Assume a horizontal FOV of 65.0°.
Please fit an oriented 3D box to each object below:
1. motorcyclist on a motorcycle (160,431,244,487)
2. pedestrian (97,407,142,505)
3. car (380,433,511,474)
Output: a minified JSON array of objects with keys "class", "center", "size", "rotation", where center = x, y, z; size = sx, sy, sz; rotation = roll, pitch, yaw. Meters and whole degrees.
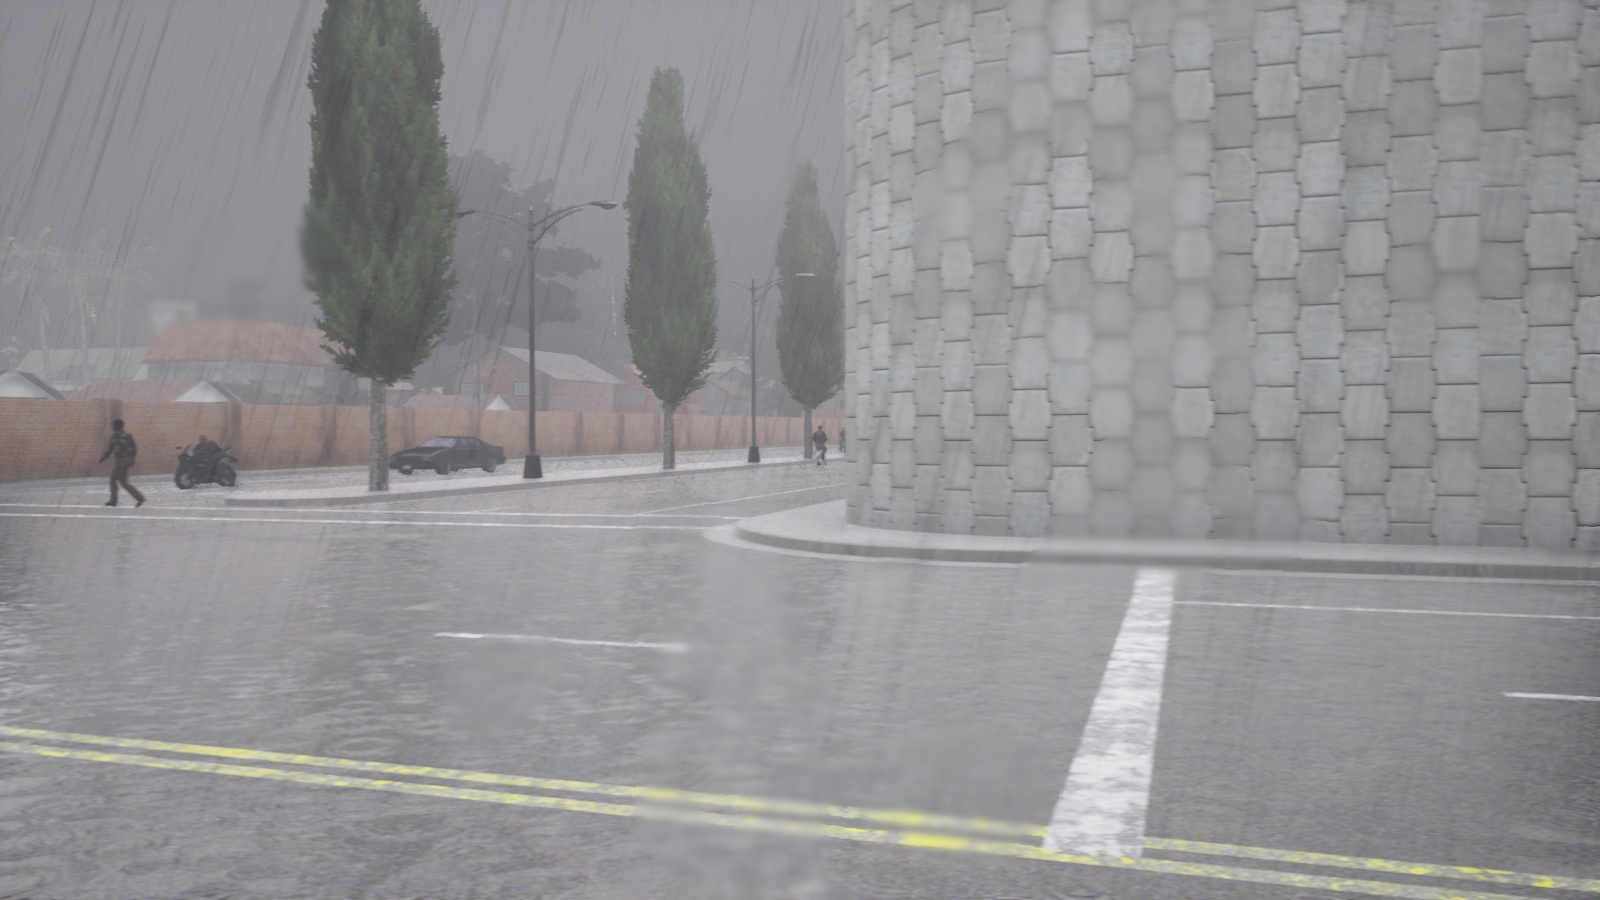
[{"class":"motorcyclist on a motorcycle","center":[-16.763,0.234,35.269],"size":[0.866,1.530,2.191],"rotation":[1,1,18]},{"class":"pedestrian","center":[-13.642,0.117,25.175],"size":[0.692,1.930,0.395],"rotation":[0,1,7]},{"class":"car","center":[-13.052,0.077,46.706],"size":[2.033,1.411,5.357],"rotation":[1,1,18]}]
